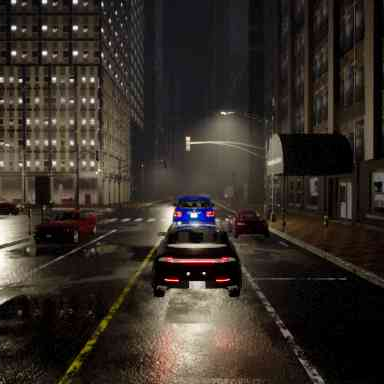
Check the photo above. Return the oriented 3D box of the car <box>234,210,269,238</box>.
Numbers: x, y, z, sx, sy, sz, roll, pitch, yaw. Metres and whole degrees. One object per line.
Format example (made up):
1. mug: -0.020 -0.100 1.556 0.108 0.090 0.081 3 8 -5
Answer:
1. car: 2.821 1.580 17.138 1.802 1.307 4.206 0 0 0

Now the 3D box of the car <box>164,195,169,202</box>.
1. car: -5.665 1.524 77.825 1.887 1.381 4.507 0 0 0

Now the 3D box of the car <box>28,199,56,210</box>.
1. car: -18.507 1.498 39.491 4.403 1.369 2.008 0 0 1

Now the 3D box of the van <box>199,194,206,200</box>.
1. van: 2.719 1.312 89.214 1.690 1.788 3.998 0 0 0

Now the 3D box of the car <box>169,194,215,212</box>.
1. car: 0.096 1.219 18.457 2.150 2.045 5.566 0 0 0

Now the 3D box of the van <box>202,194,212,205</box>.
1. van: 2.708 1.328 60.731 1.690 1.788 3.998 0 0 0

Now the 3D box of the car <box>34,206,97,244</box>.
1. car: -5.819 1.543 15.765 1.887 1.381 4.507 0 0 0

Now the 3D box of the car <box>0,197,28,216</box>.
1. car: -18.597 1.308 31.109 5.009 1.841 2.192 0 0 1

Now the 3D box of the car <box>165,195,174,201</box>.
1. car: -5.662 1.541 83.522 1.947 1.339 4.313 0 0 0

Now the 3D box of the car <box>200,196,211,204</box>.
1. car: 2.711 1.536 66.427 2.008 1.369 4.403 0 0 0

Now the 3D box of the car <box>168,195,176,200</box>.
1. car: -5.658 1.533 94.915 1.947 1.339 4.313 0 0 0

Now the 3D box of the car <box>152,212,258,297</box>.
1. car: 0.102 1.491 8.538 2.128 1.511 4.902 0 0 0
